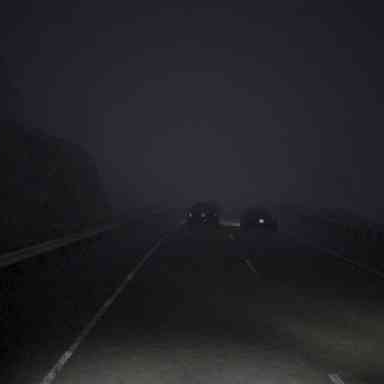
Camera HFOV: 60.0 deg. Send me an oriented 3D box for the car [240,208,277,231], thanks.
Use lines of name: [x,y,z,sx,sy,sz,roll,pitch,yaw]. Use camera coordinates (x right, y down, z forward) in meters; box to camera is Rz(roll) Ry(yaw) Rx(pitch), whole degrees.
car: [4.243,1.715,21.693,1.994,1.385,4.181,0,0,4]

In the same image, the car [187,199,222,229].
car: [0.830,1.512,23.069,2.097,1.767,4.553,0,0,4]
